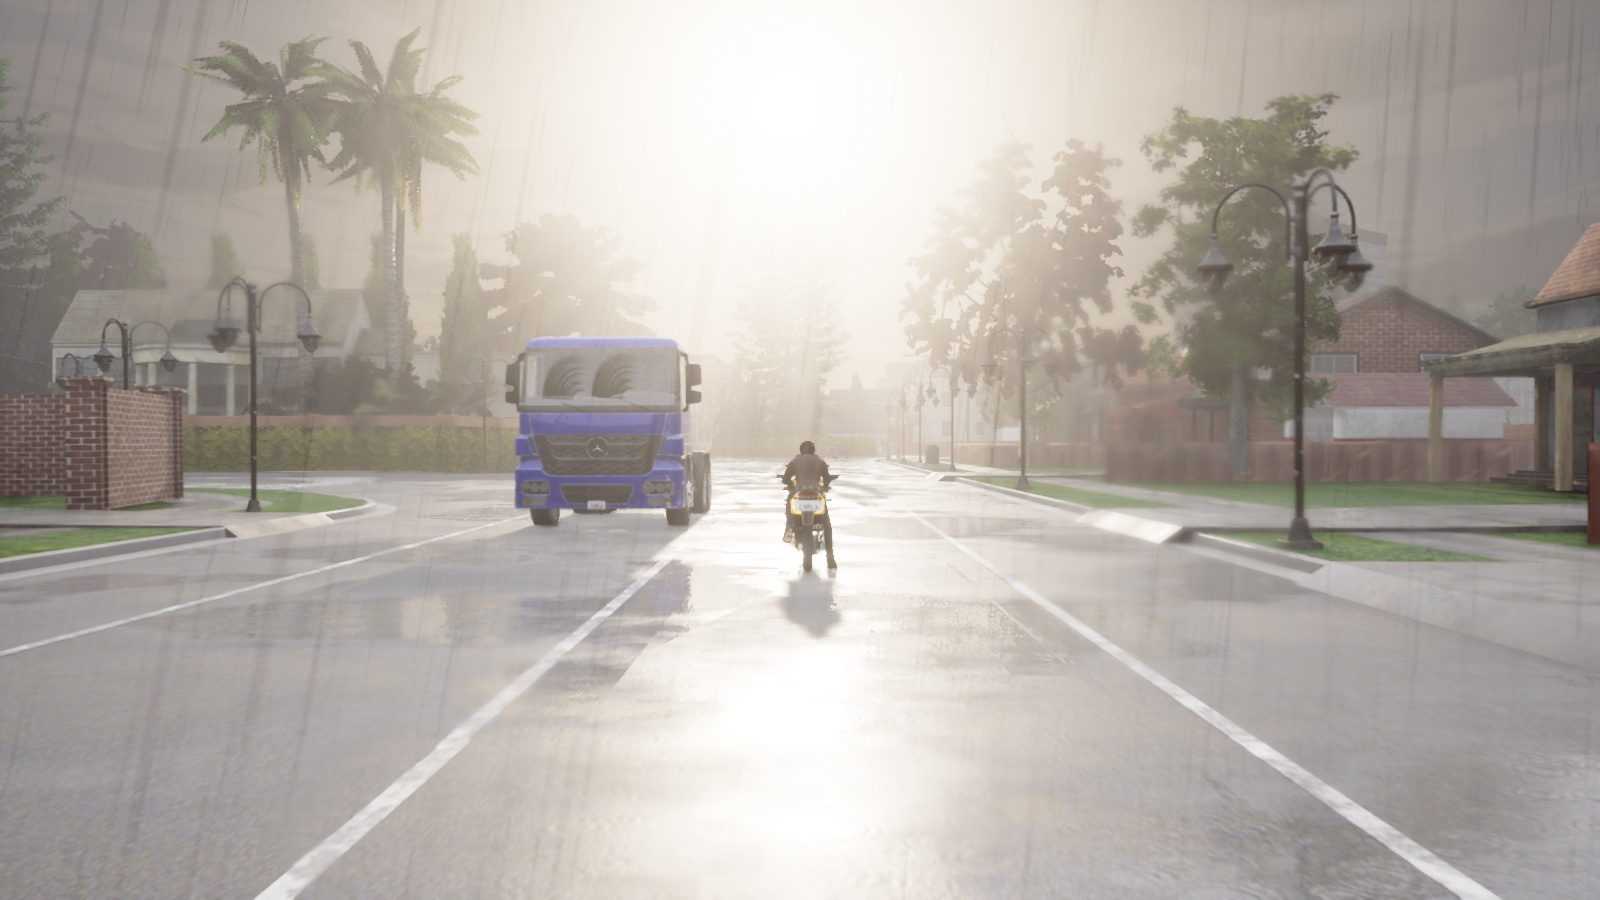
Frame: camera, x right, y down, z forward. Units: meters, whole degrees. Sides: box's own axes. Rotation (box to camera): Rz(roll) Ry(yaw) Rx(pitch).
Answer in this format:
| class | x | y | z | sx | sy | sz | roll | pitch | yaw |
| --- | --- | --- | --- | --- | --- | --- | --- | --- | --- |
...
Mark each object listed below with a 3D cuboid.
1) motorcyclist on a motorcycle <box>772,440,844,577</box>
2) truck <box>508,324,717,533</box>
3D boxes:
| class | x | y | z | sx | sy | sz | roll | pitch | yaw |
| --- | --- | --- | --- | --- | --- | --- | --- | --- | --- |
| motorcyclist on a motorcycle | 0.092 | 0.644 | 15.017 | 0.797 | 1.523 | 2.044 | 0 | 0 | 0 |
| truck | -3.359 | -0.378 | 24.703 | 2.891 | 3.462 | 7.936 | 0 | 0 | 0 |
